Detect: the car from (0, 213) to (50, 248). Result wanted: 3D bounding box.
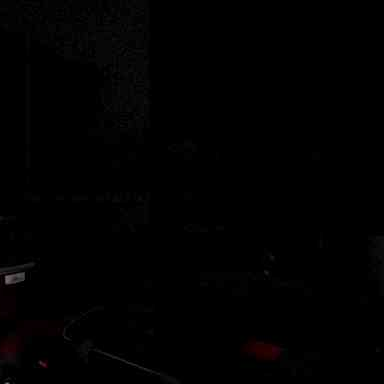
[{"bbox_3d":[-4.464,1.315,6.138,5.009,1.841,2.192,0,0,35],"label":"car"}]

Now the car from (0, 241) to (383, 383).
[{"bbox_3d":[-0.033,1.440,2.985,4.097,1.590,1.967,0,0,35],"label":"car"}]
